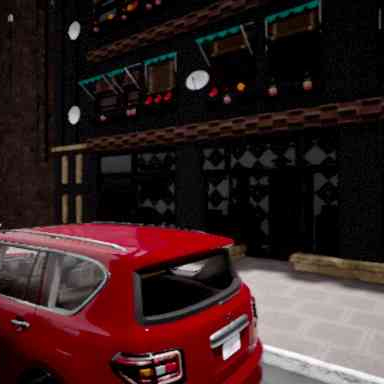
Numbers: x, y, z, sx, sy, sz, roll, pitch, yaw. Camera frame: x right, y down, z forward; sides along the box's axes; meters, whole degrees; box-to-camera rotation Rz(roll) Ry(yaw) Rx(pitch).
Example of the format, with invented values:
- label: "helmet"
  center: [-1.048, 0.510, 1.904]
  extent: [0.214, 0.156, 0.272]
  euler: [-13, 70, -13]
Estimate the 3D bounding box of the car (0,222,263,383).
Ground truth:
- label: "car"
  center: [-1.632, 1.300, 4.039]
  extent: [5.009, 1.841, 2.192]
  euler: [0, 0, 35]
